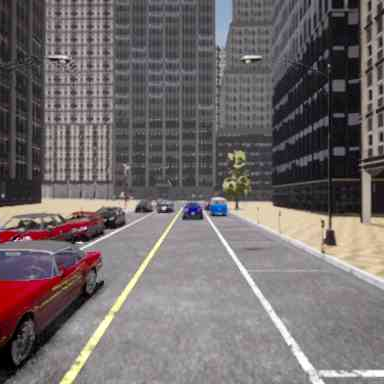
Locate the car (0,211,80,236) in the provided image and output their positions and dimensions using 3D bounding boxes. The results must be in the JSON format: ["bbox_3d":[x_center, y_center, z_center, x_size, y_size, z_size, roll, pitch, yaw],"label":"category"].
[{"bbox_3d":[-5.681,1.495,11.614,1.967,1.590,4.097,1,0,0],"label":"car"}]

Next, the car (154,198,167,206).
[{"bbox_3d":[-5.813,1.836,62.395,2.008,1.369,4.403,1,0,0],"label":"car"}]

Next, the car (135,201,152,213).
[{"bbox_3d":[-5.683,1.751,39.826,1.947,1.339,4.313,1,0,0],"label":"car"}]

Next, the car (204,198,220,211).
[{"bbox_3d":[2.699,1.651,45.461,1.967,1.590,4.097,1,0,0],"label":"car"}]

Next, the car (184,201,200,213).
[{"bbox_3d":[0.056,1.796,41.856,1.895,1.301,4.718,0,0,0],"label":"car"}]

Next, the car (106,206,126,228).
[{"bbox_3d":[-5.683,1.674,22.898,1.947,1.339,4.313,1,0,0],"label":"car"}]

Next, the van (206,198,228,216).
[{"bbox_3d":[2.701,1.501,34.178,1.690,1.788,3.998,1,0,0],"label":"van"}]

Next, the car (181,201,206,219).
[{"bbox_3d":[0.086,1.670,30.720,1.812,1.442,4.674,0,0,0],"label":"car"}]

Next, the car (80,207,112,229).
[{"bbox_3d":[-5.682,1.663,17.256,1.802,1.307,4.206,1,0,0],"label":"car"}]

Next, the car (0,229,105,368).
[{"bbox_3d":[-3.100,1.629,5.904,1.895,1.301,4.718,0,0,0],"label":"car"}]

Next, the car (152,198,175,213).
[{"bbox_3d":[-3.099,1.676,39.567,2.128,1.511,4.902,0,0,0],"label":"car"}]
